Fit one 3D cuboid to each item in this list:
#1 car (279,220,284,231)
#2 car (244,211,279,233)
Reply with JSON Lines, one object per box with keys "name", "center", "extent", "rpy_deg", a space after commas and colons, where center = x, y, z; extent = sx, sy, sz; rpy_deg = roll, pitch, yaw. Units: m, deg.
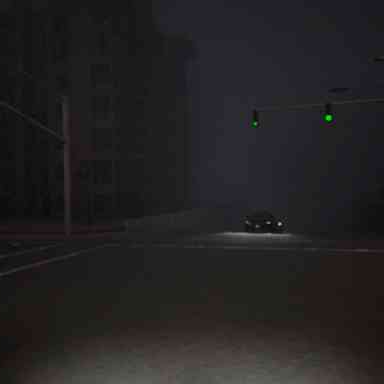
{"name": "car", "center": [7.721, 3.248, 32.149], "extent": [2.097, 1.767, 4.553], "rpy_deg": [-2, -12, 18]}
{"name": "car", "center": [4.895, 2.098, 23.479], "extent": [1.812, 1.442, 4.674], "rpy_deg": [-1, -5, 18]}
